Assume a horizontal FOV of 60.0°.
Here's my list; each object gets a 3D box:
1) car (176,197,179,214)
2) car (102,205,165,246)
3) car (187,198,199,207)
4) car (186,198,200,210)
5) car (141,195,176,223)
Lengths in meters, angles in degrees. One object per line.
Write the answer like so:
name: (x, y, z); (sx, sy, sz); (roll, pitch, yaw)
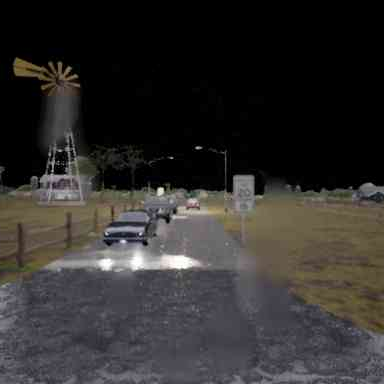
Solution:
car: (-2.671, 1.323, 36.949); (2.150, 2.045, 5.566); (0, 0, 1)
car: (-2.699, 1.579, 15.829); (2.033, 1.411, 5.357); (0, 0, 1)
car: (0.161, 1.716, 54.961); (1.812, 1.442, 4.674); (0, 0, 0)
car: (0.154, 1.683, 44.488); (2.033, 1.411, 5.357); (0, 0, 0)
car: (-2.693, 1.283, 26.165); (2.150, 2.045, 5.566); (0, 0, -1)
